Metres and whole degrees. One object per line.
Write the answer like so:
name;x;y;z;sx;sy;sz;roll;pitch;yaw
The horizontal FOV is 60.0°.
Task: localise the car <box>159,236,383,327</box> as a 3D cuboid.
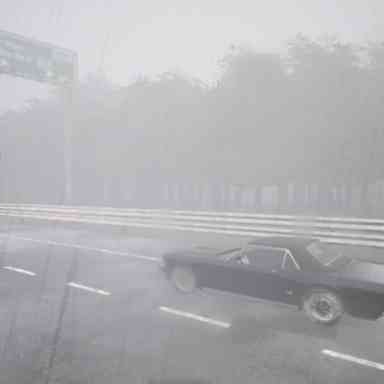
car;1.579;1.603;7.038;4.718;1.301;1.895;0;0;35
